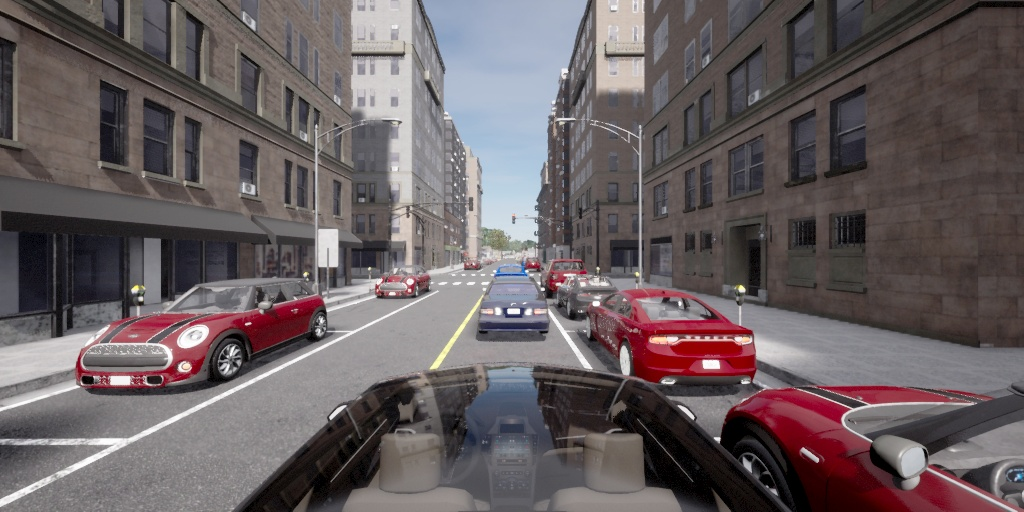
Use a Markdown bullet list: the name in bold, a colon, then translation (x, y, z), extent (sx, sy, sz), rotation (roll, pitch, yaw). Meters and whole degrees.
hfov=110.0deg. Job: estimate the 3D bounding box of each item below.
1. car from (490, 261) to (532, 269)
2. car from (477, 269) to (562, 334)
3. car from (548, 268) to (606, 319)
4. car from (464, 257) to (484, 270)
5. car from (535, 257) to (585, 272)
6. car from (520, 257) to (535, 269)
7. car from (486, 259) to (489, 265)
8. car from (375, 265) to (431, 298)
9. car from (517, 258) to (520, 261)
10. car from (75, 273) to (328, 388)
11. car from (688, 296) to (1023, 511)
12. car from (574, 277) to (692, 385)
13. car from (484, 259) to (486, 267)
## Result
- **car**: translation (-0.064, 1.227, 20.436), extent (1.882, 1.535, 5.008), rotation (0, 0, 0)
- **car**: translation (0.047, 1.297, 10.617), extent (2.033, 1.411, 5.357), rotation (0, 0, 0)
- **car**: translation (2.601, 1.300, 12.643), extent (2.007, 1.370, 4.403), rotation (0, 0, 0)
- **car**: translation (-5.593, 1.061, 50.855), extent (2.192, 1.841, 5.009), rotation (0, 0, 0)
- **car**: translation (2.580, 1.064, 18.325), extent (2.192, 1.841, 5.009), rotation (0, 0, 0)
- **car**: translation (2.546, 1.062, 45.381), extent (2.192, 1.841, 5.009), rotation (0, 0, 0)
- **car**: translation (-5.628, 1.296, 61.862), extent (2.007, 1.370, 4.403), rotation (0, 0, 0)
- **car**: translation (-5.445, 1.189, 18.296), extent (1.967, 1.591, 4.097), rotation (0, 0, 0)
- **car**: translation (2.474, 1.060, 61.893), extent (2.192, 1.841, 5.009), rotation (0, 0, 0)
- **car**: translation (-5.404, 1.190, 6.931), extent (1.967, 1.591, 4.097), rotation (0, 0, 0)
- **car**: translation (2.642, 1.190, 1.279), extent (1.967, 1.591, 4.097), rotation (0, 0, 0)
- **car**: translation (2.621, 1.295, 6.961), extent (1.888, 1.381, 4.507), rotation (0, 0, 0)
- **car**: translation (-5.610, 1.312, 56.358), extent (1.948, 1.339, 4.313), rotation (0, 0, 0)
